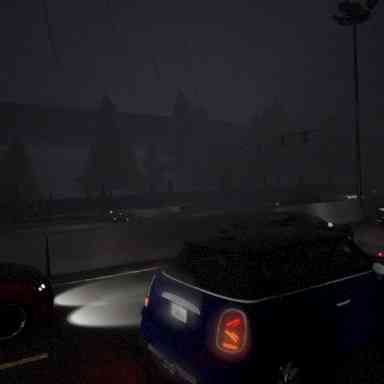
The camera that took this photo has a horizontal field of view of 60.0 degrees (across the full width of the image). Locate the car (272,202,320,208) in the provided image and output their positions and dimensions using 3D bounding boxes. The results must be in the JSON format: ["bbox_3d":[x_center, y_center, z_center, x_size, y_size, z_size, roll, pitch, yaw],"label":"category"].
[{"bbox_3d":[3.058,1.321,10.295,5.008,1.535,1.882,-3,1,-36],"label":"car"}]

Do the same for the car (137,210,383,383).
[{"bbox_3d":[1.581,1.313,4.907,4.553,1.767,2.097,-1,1,-36],"label":"car"}]

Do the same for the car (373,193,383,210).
[{"bbox_3d":[10.679,0.865,15.816,4.902,1.511,2.128,-4,2,-36],"label":"car"}]

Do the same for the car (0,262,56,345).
[{"bbox_3d":[-4.314,1.565,4.975,4.181,1.385,1.994,0,0,-35],"label":"car"}]

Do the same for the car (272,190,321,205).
[{"bbox_3d":[8.699,0.584,27.599,4.902,1.511,2.128,-4,2,-36],"label":"car"}]

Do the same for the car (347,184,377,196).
[{"bbox_3d":[20.716,-0.286,40.634,4.181,1.385,1.994,-4,2,-36],"label":"car"}]

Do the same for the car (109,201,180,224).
[{"bbox_3d":[-3.305,1.347,23.216,4.718,1.301,1.895,-4,2,-36],"label":"car"}]
